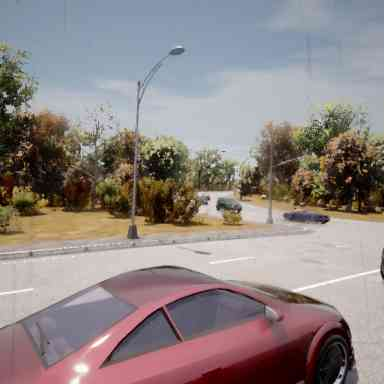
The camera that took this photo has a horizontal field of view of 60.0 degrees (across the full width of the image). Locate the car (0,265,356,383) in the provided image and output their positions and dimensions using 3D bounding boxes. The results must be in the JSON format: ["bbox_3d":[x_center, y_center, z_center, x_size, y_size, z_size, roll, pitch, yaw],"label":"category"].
[{"bbox_3d":[-0.028,1.572,3.727,4.181,1.385,1.994,0,0,-36],"label":"car"}]

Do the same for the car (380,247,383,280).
[{"bbox_3d":[6.996,1.487,8.778,4.553,1.767,2.097,2,-1,-35],"label":"car"}]

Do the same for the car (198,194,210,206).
[{"bbox_3d":[1.811,1.649,61.338,1.837,1.490,4.892,2,1,-10],"label":"car"}]

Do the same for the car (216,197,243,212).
[{"bbox_3d":[5.266,1.850,47.807,2.150,2.045,5.566,3,0,-18],"label":"car"}]

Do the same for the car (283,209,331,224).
[{"bbox_3d":[11.240,2.404,32.776,1.895,1.301,4.718,3,-1,-25],"label":"car"}]
